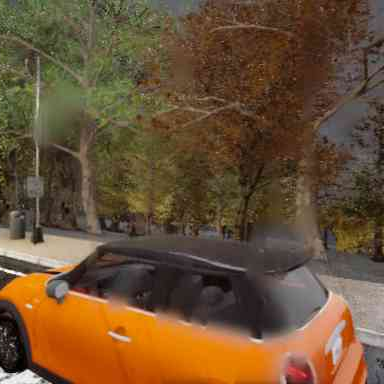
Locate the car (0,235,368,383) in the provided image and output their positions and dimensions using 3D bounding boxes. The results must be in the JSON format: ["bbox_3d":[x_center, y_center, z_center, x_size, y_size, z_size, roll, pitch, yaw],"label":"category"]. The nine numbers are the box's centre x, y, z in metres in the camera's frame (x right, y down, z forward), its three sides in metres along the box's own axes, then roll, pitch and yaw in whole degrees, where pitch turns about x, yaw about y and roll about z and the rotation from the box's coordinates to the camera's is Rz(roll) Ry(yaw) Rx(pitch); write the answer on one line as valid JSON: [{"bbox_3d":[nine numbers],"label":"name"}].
[{"bbox_3d":[-0.500,1.332,4.043,4.553,1.767,2.097,1,0,36],"label":"car"}]
